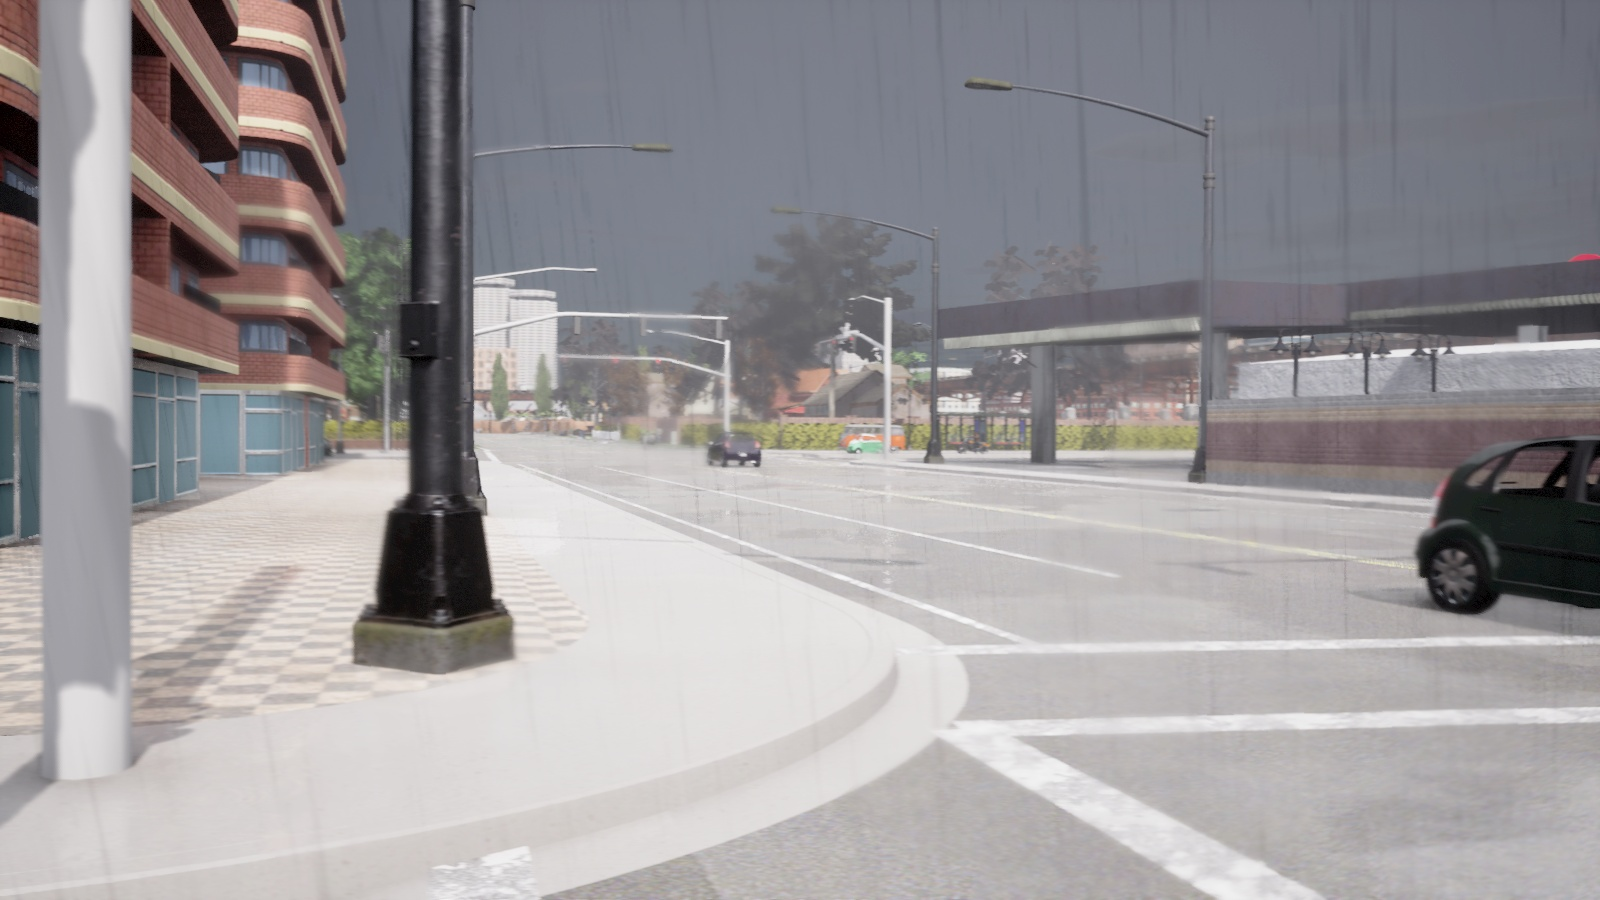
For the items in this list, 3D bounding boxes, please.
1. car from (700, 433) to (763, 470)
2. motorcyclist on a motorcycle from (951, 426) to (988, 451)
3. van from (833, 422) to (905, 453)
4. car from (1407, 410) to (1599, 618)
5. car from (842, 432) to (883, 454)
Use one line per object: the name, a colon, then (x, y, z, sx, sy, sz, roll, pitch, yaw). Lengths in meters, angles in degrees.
car: (-2.974, 0.035, 53.991, 1.845, 1.501, 3.633, -1, 1, -17)
motorcyclist on a motorcycle: (11.589, -0.768, 85.683, 2.350, 1.649, 0.766, -1, 1, -16)
van: (4.583, -0.825, 83.616, 4.442, 1.987, 1.775, -1, 1, -16)
car: (7.109, 0.480, 10.013, 1.851, 1.617, 3.988, -1, 1, -17)
car: (3.985, -0.451, 79.795, 2.207, 1.376, 1.481, -1, 1, -16)
